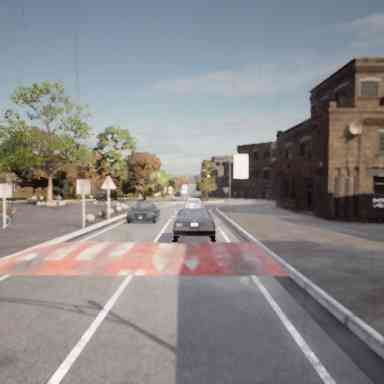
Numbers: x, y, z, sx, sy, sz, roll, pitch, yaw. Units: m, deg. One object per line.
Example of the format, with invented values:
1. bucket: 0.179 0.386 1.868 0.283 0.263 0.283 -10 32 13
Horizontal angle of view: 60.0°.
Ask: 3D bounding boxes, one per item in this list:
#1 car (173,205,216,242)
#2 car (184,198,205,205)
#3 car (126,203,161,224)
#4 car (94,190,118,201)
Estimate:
1. car: 0.093 1.415 15.359 2.033 1.411 5.357 0 -2 0
2. car: 0.207 1.345 31.799 1.812 1.442 4.674 0 0 2
3. car: -3.321 1.441 23.369 1.994 1.385 4.181 0 0 0
4. car: -16.251 0.634 63.223 2.150 2.045 5.566 0 1 18
